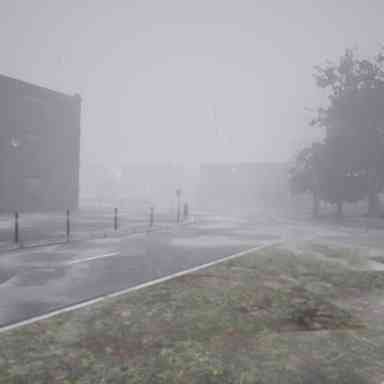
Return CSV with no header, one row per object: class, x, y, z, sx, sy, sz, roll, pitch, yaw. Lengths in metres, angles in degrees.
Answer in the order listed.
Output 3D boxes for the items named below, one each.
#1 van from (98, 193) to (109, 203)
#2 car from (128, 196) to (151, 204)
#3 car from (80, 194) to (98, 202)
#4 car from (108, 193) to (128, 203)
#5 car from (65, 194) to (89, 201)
van,-17.009,1.304,70.666,1.878,1.987,4.442,1,0,31
car,-9.854,1.708,66.385,2.163,1.488,4.792,1,-1,31
car,-21.571,1.289,73.627,2.185,1.767,4.553,2,0,31
car,-14.455,1.461,69.274,2.185,1.767,4.553,1,-1,31
car,-26.328,1.289,76.506,2.231,1.521,4.892,2,0,31
